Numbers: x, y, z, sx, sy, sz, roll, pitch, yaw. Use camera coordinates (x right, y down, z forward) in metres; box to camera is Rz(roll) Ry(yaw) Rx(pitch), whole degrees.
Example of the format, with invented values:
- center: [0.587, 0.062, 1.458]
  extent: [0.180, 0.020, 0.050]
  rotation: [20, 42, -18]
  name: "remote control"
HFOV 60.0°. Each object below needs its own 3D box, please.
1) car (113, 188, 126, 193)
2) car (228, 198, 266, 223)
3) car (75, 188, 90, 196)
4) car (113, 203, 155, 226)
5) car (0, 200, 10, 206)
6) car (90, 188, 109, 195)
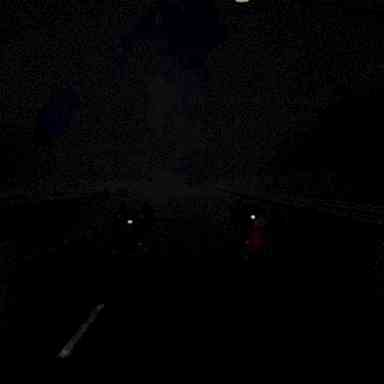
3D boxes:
- center: [-14.016, -0.069, 64.304]
  extent: [1.837, 1.490, 4.892]
  rotation: [0, 2, 0]
  name: "car"
- center: [3.600, 1.161, 22.034]
  extent: [1.837, 1.490, 4.892]
  rotation: [0, 1, 0]
  name: "car"
- center: [-21.003, -0.062, 64.385]
  extent: [2.128, 1.511, 4.902]
  rotation: [0, 2, 0]
  name: "car"
- center: [-3.400, 1.293, 20.460]
  extent: [1.895, 1.301, 4.718]
  rotation: [0, 1, 0]
  name: "car"
- center: [-14.099, 1.236, 22.894]
  extent: [1.895, 1.301, 4.718]
  rotation: [0, 1, 0]
  name: "car"
- center: [-17.511, -0.092, 64.290]
  extent: [1.882, 1.535, 5.008]
  rotation: [0, 2, 0]
  name: "car"
